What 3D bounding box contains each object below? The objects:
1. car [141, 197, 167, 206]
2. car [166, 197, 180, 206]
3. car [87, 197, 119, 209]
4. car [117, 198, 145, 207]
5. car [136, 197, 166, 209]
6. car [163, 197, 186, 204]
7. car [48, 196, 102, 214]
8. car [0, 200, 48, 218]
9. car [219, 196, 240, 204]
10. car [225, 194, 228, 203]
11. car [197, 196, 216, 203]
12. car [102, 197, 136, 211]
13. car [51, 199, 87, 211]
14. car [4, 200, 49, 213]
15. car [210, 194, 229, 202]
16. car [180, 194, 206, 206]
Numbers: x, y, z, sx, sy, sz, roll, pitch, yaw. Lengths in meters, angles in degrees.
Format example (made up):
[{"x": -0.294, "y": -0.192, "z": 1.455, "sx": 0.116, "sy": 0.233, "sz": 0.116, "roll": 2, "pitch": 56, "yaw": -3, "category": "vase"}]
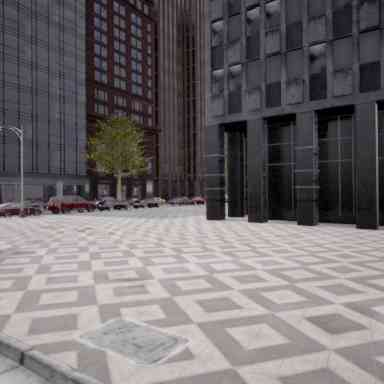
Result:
[{"x": -6.520, "y": 1.543, "z": 57.230, "sx": 1.752, "sy": 1.417, "sz": 4.829, "roll": -1, "pitch": 0, "yaw": 35, "category": "car"}, {"x": -1.646, "y": 1.496, "z": 53.893, "sx": 2.033, "sy": 1.411, "sz": 5.357, "roll": -1, "pitch": 0, "yaw": 35, "category": "car"}, {"x": -12.818, "y": 1.483, "z": 48.079, "sx": 1.967, "sy": 1.590, "sz": 4.097, "roll": -1, "pitch": 0, "yaw": 35, "category": "car"}, {"x": -9.619, "y": 1.612, "z": 52.725, "sx": 1.802, "sy": 1.307, "sz": 4.206, "roll": -1, "pitch": 0, "yaw": 35, "category": "car"}, {"x": -5.796, "y": 1.508, "z": 43.243, "sx": 1.947, "sy": 1.339, "sz": 4.313, "roll": -1, "pitch": 0, "yaw": 35, "category": "car"}, {"x": -3.226, "y": 1.573, "z": 62.017, "sx": 1.947, "sy": 1.339, "sz": 4.313, "roll": -1, "pitch": 0, "yaw": 35, "category": "car"}, {"x": -12.190, "y": 1.289, "z": 33.954, "sx": 2.192, "sy": 1.841, "sz": 5.009, "roll": -1, "pitch": 0, "yaw": 35, "category": "car"}, {"x": -15.385, "y": 1.575, "z": 29.307, "sx": 1.802, "sy": 1.307, "sz": 4.206, "roll": -1, "pitch": 0, "yaw": 35, "category": "car"}, {"x": 6.989, "y": 1.463, "z": 61.824, "sx": 1.947, "sy": 1.339, "sz": 4.313, "roll": -1, "pitch": 0, "yaw": 35, "category": "car"}, {"x": 3.790, "y": 1.221, "z": 57.181, "sx": 2.192, "sy": 1.841, "sz": 5.009, "roll": -1, "pitch": 0, "yaw": 35, "category": "car"}, {"x": 3.167, "y": 1.534, "z": 71.309, "sx": 1.887, "sy": 1.381, "sz": 4.507, "roll": -1, "pitch": 0, "yaw": 35, "category": "car"}, {"x": -8.992, "y": 1.524, "z": 38.598, "sx": 1.947, "sy": 1.339, "sz": 4.313, "roll": -1, "pitch": 0, "yaw": 35, "category": "car"}, {"x": -16.013, "y": 1.641, "z": 43.433, "sx": 1.802, "sy": 1.307, "sz": 4.206, "roll": -1, "pitch": 0, "yaw": 35, "category": "car"}, {"x": -19.209, "y": 1.641, "z": 38.788, "sx": 1.947, "sy": 1.339, "sz": 4.313, "roll": -1, "pitch": 0, "yaw": 35, "category": "car"}, {"x": 6.362, "y": 1.295, "z": 75.956, "sx": 2.192, "sy": 1.841, "sz": 5.009, "roll": -1, "pitch": 0, "yaw": 35, "category": "car"}, {"x": 0.596, "y": 1.461, "z": 52.534, "sx": 1.887, "sy": 1.381, "sz": 4.507, "roll": -1, "pitch": 0, "yaw": 35, "category": "car"}]
